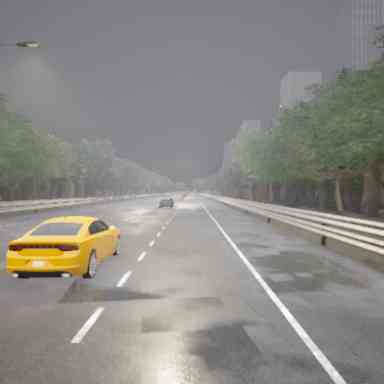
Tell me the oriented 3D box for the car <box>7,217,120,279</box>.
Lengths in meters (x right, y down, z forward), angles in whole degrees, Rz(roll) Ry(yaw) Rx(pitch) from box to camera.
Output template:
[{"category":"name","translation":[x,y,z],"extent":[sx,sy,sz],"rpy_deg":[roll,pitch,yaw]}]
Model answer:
[{"category":"car","translation":[-3.498,1.476,10.054],"extent":[1.882,1.535,5.008],"rpy_deg":[0,0,0]}]

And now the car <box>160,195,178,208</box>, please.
[{"category":"car","translation":[-3.495,1.443,47.182],"extent":[2.128,1.511,4.902],"rpy_deg":[0,0,0]}]

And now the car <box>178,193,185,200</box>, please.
[{"category":"car","translation":[-3.489,1.390,86.855],"extent":[1.882,1.535,5.008],"rpy_deg":[0,0,0]}]
